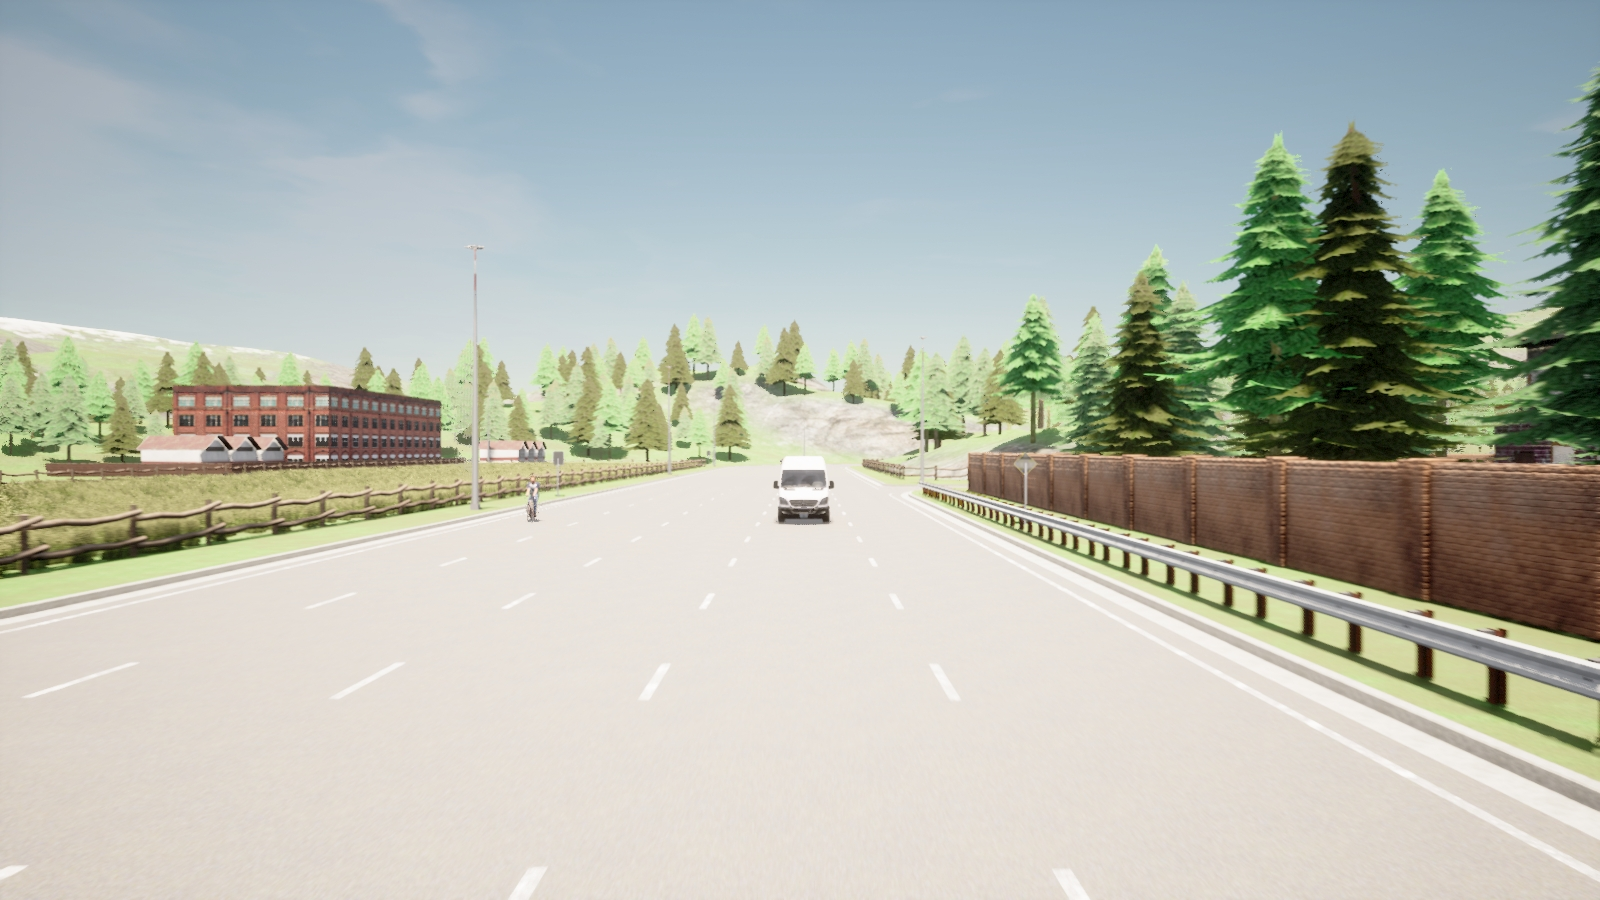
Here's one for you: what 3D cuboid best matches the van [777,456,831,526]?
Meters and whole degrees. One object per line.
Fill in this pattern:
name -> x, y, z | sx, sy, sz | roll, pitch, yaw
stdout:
van -> 0.156, 1.531, 44.995 | 1.988, 2.561, 5.915 | 0, 0, 0

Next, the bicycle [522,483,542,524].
bicycle -> -10.342, 2.053, 44.145 | 0.373, 1.496, 1.643 | 0, 1, 0
